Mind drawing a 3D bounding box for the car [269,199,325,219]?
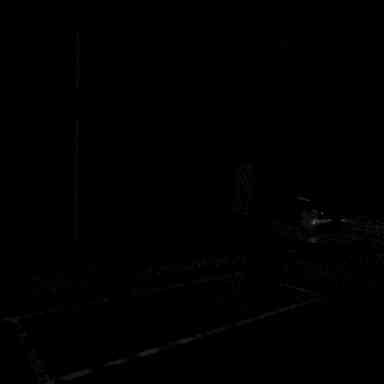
[{"bbox_3d":[8.718,1.354,27.844,1.837,1.490,4.892,1,1,-35],"label":"car"}]
